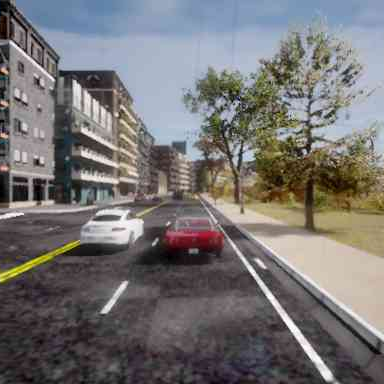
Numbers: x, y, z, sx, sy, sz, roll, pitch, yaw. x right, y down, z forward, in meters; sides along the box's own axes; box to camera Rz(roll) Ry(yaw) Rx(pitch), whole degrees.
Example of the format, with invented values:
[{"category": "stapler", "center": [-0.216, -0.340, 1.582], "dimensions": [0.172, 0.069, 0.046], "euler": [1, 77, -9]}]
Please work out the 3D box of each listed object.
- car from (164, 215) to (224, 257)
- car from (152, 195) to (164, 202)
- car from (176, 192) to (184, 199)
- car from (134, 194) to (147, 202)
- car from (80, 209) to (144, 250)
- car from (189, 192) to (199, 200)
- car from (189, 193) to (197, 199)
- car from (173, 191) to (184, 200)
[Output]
[{"category": "car", "center": [0.081, 1.516, 12.452], "dimensions": [1.895, 1.301, 4.718], "euler": [0, 0, 1]}, {"category": "car", "center": [-6.324, 1.189, 61.928], "dimensions": [1.895, 1.301, 4.718], "euler": [0, 0, 1]}, {"category": "car", "center": [-2.980, 0.877, 82.370], "dimensions": [1.837, 1.490, 4.892], "euler": [0, 0, 0]}, {"category": "car", "center": [-9.575, 1.115, 61.890], "dimensions": [1.812, 1.442, 4.674], "euler": [0, 0, 1]}, {"category": "car", "center": [-3.156, 1.432, 13.768], "dimensions": [1.812, 1.442, 4.674], "euler": [0, 1, 1]}, {"category": "car", "center": [0.236, 0.994, 71.938], "dimensions": [1.882, 1.535, 5.008], "euler": [0, 0, 0]}, {"category": "car", "center": [0.270, 0.971, 82.390], "dimensions": [1.895, 1.301, 4.718], "euler": [0, 0, 0]}, {"category": "car", "center": [-3.014, 0.742, 71.977], "dimensions": [2.150, 2.045, 5.566], "euler": [0, 0, 0]}]
